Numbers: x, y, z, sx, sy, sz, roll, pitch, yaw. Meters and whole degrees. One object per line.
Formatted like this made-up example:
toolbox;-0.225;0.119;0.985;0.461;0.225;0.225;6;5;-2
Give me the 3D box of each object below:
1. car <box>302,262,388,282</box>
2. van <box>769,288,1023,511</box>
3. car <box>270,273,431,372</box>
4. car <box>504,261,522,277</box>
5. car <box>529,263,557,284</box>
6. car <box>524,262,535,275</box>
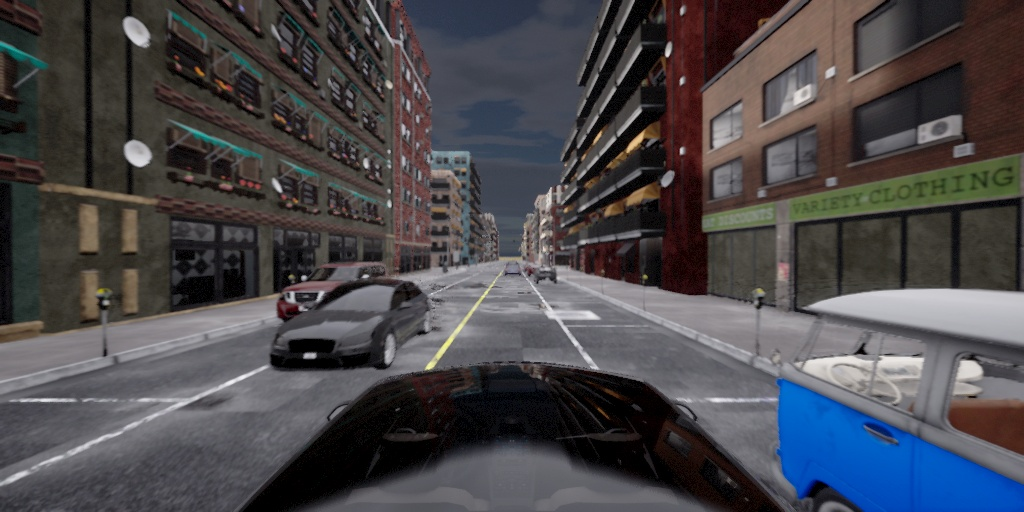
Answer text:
car;-5.691;1.141;12.330;2.192;1.841;5.009;0;0;0
van;2.689;1.086;0.957;1.690;1.789;3.998;0;0;0
car;-3.099;1.299;7.934;1.837;1.490;4.892;0;0;0
car;0.102;1.600;40.869;1.994;1.385;4.181;0;0;0
car;2.691;1.501;29.378;2.007;1.370;4.403;0;0;0
car;2.692;1.580;40.748;1.888;1.381;4.507;0;0;0
